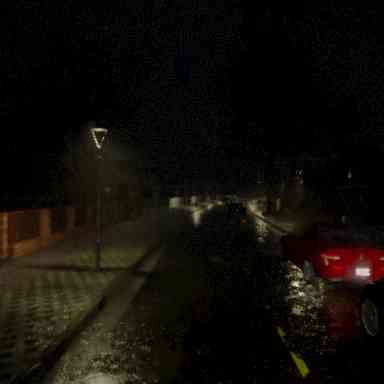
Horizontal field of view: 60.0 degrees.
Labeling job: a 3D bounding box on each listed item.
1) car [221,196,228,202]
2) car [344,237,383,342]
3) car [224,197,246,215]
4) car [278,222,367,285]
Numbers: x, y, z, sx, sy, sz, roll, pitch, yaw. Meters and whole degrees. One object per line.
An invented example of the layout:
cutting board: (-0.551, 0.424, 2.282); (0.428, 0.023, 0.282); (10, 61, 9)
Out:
car: (8.422, 1.795, 82.874); (1.882, 1.535, 5.008); (0, 0, 10)
car: (3.616, 1.573, 3.588); (1.812, 1.442, 4.674); (1, 0, 1)
car: (4.724, 1.622, 35.453); (2.128, 1.511, 4.902); (1, 0, 5)
car: (3.805, 1.587, 9.559); (1.812, 1.442, 4.674); (1, 0, 2)
